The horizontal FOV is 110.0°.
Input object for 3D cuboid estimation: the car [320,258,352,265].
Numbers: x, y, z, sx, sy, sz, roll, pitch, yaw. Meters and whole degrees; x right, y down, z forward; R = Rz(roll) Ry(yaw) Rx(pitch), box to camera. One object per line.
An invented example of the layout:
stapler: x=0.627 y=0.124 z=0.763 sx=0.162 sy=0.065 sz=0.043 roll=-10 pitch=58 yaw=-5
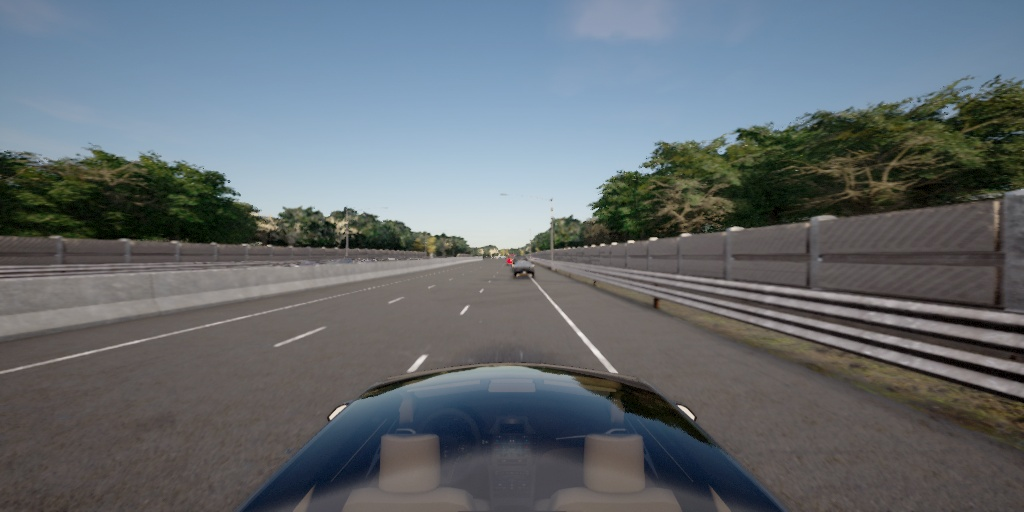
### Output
car: x=-21.040 y=1.093 z=44.009 sx=2.097 sy=1.767 sz=4.553 roll=0 pitch=0 yaw=1

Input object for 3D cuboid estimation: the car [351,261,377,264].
car: x=-17.539 y=1.304 z=44.138 sx=1.994 sy=1.385 sz=4.181 roll=0 pitch=0 yaw=1

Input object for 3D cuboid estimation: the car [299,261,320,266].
car: x=-24.536 y=1.304 z=44.096 sx=1.994 sy=1.385 sz=4.181 roll=0 pitch=0 yaw=1

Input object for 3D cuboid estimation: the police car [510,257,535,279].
police car: x=1.057 y=1.180 z=33.000 sx=1.930 sy=1.638 sz=5.238 roll=0 pitch=0 yaw=0

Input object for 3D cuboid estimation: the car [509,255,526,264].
car: x=1.061 y=0.949 z=48.917 sx=2.150 sy=2.045 sz=5.566 roll=0 pitch=0 yaw=0
